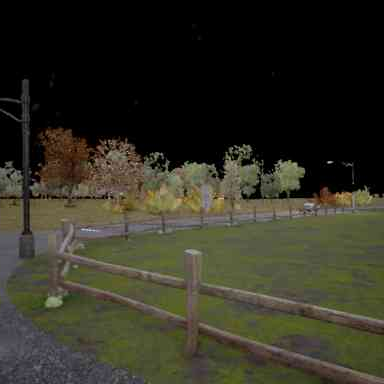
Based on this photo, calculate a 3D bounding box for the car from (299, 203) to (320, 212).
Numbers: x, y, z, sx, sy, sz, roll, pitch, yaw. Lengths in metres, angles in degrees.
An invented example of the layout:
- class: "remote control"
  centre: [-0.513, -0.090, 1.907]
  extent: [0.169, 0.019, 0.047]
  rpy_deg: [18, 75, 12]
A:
- class: "car"
  centre: [18.795, 2.449, 53.016]
  extent: [2.033, 1.411, 5.357]
  rpy_deg: [-1, -2, 40]
